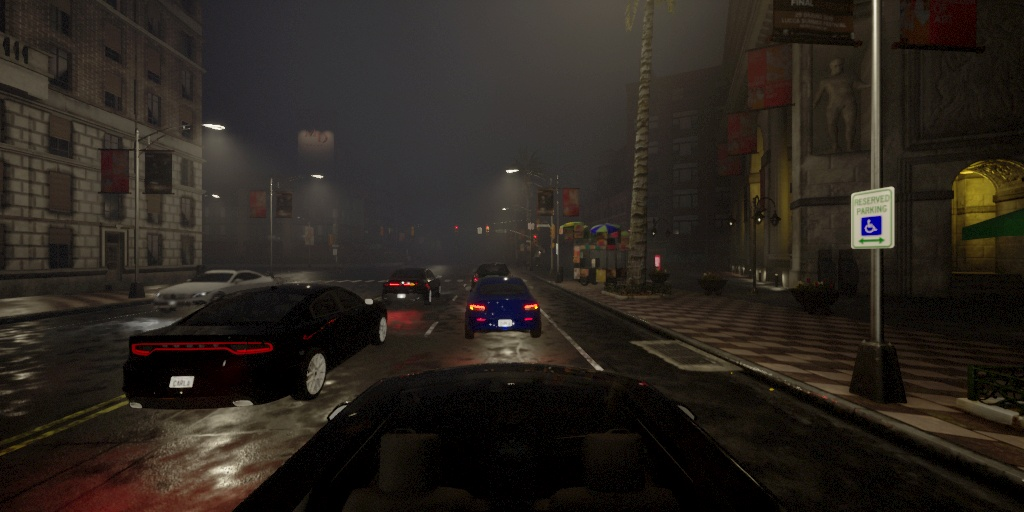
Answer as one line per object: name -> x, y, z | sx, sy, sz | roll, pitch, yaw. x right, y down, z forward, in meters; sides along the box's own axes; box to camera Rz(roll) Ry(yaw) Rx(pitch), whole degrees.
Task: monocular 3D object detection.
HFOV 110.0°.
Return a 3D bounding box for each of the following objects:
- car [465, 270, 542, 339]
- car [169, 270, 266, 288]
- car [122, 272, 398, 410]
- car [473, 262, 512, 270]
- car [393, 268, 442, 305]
car -> -0.325, 1.276, 10.003 | 1.812, 1.442, 4.674 | 0, 0, -4
car -> -11.328, 1.275, 14.139 | 1.812, 1.442, 4.674 | 0, 0, -3
car -> -3.738, 1.228, 6.402 | 1.882, 1.535, 5.008 | 0, 0, -3
car -> -1.022, 1.102, 18.900 | 2.097, 1.767, 4.553 | 0, 0, -4
car -> -4.305, 1.255, 15.882 | 1.837, 1.490, 4.892 | 0, 0, -4
